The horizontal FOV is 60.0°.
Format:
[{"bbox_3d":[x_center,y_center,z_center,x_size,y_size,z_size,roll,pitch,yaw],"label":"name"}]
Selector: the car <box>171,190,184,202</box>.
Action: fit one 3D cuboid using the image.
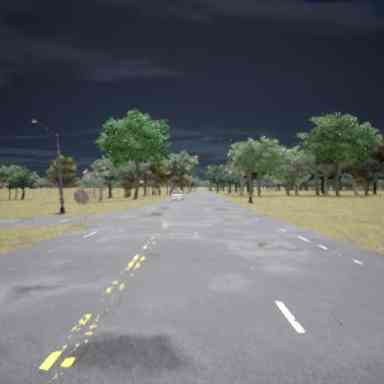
[{"bbox_3d":[-2.776,0.748,62.886,2.150,2.045,5.566,0,1,2],"label":"car"}]
